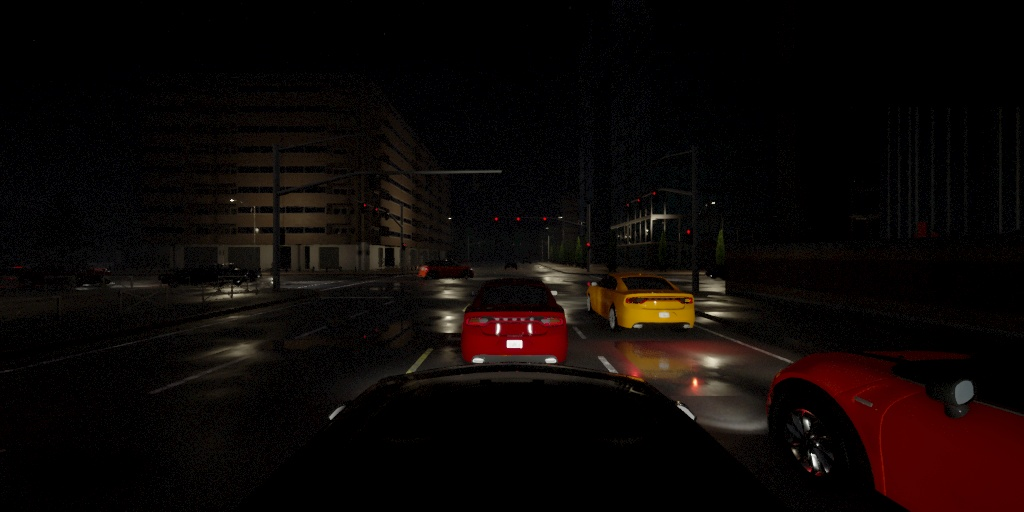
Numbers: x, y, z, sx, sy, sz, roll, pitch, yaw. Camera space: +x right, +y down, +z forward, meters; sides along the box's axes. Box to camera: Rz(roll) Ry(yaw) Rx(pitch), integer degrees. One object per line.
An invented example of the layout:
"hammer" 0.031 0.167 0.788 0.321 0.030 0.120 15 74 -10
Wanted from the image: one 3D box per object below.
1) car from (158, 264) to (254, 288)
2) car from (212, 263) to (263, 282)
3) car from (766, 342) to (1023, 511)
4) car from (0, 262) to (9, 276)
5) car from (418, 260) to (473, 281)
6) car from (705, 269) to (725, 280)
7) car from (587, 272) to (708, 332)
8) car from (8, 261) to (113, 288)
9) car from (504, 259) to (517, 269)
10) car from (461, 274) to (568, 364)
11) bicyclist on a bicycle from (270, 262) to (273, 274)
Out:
"car" -20.604 1.406 24.119 4.718 1.301 1.895 0 0 0
"car" -21.962 1.297 27.625 4.902 1.511 2.128 0 0 0
"car" 3.600 1.102 1.717 2.097 1.767 4.553 0 0 0
"car" -50.346 1.297 34.885 4.902 1.511 2.128 0 0 1
"car" -5.591 1.128 30.720 4.553 1.767 2.097 0 0 -32
"car" 19.523 1.406 31.167 4.718 1.301 1.895 0 0 0
"car" 3.578 1.228 10.863 1.882 1.535 5.008 0 0 0
"car" -29.983 1.283 24.157 5.008 1.535 1.882 0 0 0
"car" -0.151 1.275 56.001 1.812 1.442 4.674 0 0 0
"car" 0.059 1.228 8.088 1.882 1.535 5.008 0 0 0
"bicyclist on a bicycle" -25.535 1.106 38.622 0.582 1.620 1.656 0 0 0
